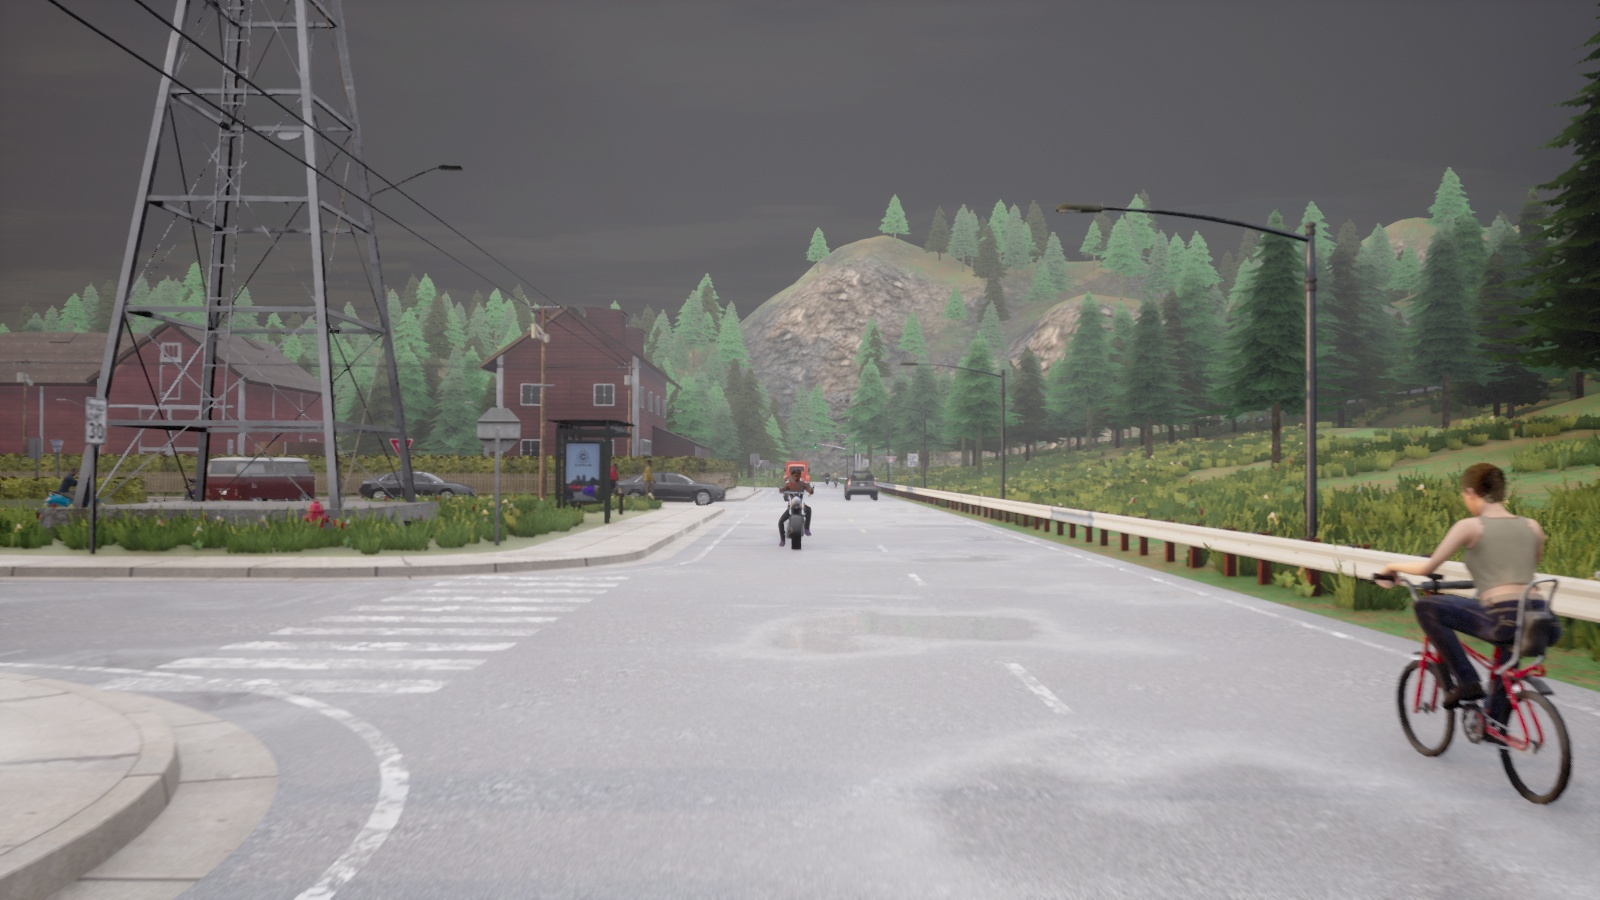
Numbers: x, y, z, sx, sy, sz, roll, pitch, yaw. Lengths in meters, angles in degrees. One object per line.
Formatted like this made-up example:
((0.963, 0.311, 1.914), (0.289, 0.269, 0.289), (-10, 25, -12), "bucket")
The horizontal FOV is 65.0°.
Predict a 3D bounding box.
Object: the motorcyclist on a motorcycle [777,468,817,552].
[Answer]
((-0.063, 1.197, 25.805), (0.766, 1.649, 2.350), (0, -1, 0), "motorcyclist on a motorcycle")

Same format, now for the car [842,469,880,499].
((3.332, 1.857, 69.145), (1.851, 1.617, 3.988), (0, -1, 0), "car")

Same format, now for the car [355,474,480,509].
((-16.558, 1.799, 54.559), (4.892, 1.490, 1.837), (0, -1, -1), "car")

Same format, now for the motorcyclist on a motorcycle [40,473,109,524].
((-23.012, 1.527, 39.828), (1.817, 1.590, 0.866), (0, -1, -36), "motorcyclist on a motorcycle")

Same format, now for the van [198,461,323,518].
((-19.585, 1.413, 45.847), (1.775, 1.987, 4.442), (-1, -1, 16), "van")

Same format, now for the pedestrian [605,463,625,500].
((-9.144, 1.546, 62.118), (0.899, 1.844, 0.634), (0, -1, 3), "pedestrian")

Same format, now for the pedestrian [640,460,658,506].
((-6.106, 1.345, 50.830), (0.709, 1.840, 0.431), (0, -1, -10), "pedestrian")

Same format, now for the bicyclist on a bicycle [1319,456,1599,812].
((3.457, 0.846, 6.484), (0.866, 1.612, 1.509), (0, -1, -2), "bicyclist on a bicycle")

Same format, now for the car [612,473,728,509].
((-5.613, 1.759, 54.725), (4.892, 1.490, 1.837), (-1, -1, -2), "car")
